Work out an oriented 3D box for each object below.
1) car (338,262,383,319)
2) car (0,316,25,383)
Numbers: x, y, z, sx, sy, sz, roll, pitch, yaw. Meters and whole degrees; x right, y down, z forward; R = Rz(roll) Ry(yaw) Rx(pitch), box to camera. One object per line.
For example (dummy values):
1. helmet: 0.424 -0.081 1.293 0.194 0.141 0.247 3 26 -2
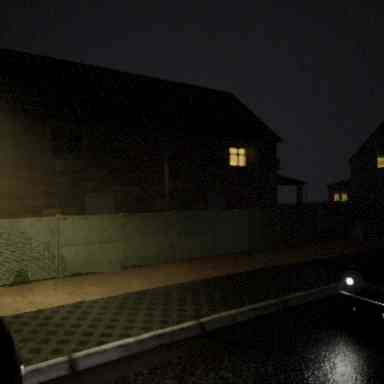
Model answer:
1. car: 4.863 1.593 6.187 4.718 1.301 1.895 0 0 -33
2. car: -3.259 1.227 0.467 5.566 2.045 2.150 0 0 -38
